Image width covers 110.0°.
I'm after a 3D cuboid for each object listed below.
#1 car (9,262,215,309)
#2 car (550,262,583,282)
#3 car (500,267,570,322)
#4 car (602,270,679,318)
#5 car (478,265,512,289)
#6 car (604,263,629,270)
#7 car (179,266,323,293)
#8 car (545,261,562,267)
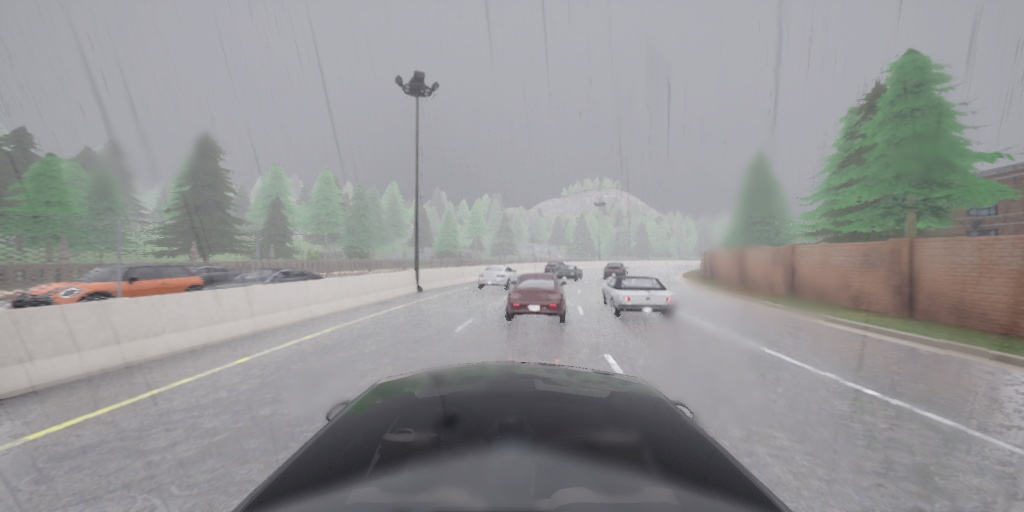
[{"bbox_3d":[-13.351,1.065,12.287,2.097,1.767,4.553,0,0,6],"label":"car"},{"bbox_3d":[4.746,1.405,29.823,1.895,1.301,4.718,0,0,18],"label":"car"},{"bbox_3d":[0.904,1.293,12.342,1.812,1.442,4.674,0,0,7],"label":"car"},{"bbox_3d":[4.493,1.383,13.325,1.895,1.301,4.718,0,0,7],"label":"car"},{"bbox_3d":[-0.787,1.300,22.855,1.812,1.442,4.674,0,0,13],"label":"car"},{"bbox_3d":[9.377,1.330,32.333,1.837,1.490,4.892,0,0,20],"label":"car"},{"bbox_3d":[-9.624,1.221,14.253,2.128,1.511,4.902,0,0,8],"label":"car"},{"bbox_3d":[5.072,1.324,40.218,1.837,1.490,4.892,0,0,24],"label":"car"}]
